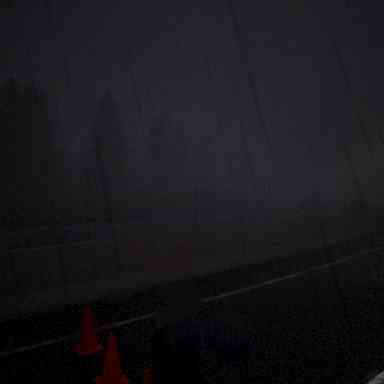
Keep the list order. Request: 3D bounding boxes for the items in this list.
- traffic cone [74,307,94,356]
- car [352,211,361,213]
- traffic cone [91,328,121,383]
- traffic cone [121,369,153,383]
[{"bbox_3d":[-1.489,1.960,4.796,0.340,0.580,0.340,0,0,-32],"label":"traffic cone"},{"bbox_3d":[15.302,1.419,30.520,2.033,1.411,5.357,0,0,35],"label":"car"},{"bbox_3d":[-0.952,1.958,3.952,0.340,0.580,0.340,0,0,-32],"label":"traffic cone"},{"bbox_3d":[-0.416,1.956,3.109,0.340,0.580,0.340,0,0,-32],"label":"traffic cone"}]
